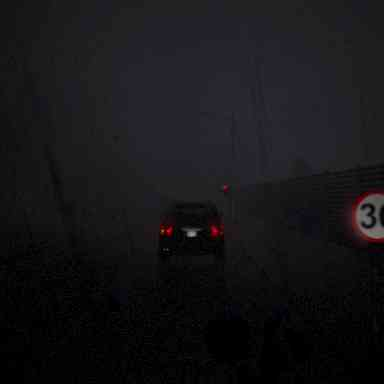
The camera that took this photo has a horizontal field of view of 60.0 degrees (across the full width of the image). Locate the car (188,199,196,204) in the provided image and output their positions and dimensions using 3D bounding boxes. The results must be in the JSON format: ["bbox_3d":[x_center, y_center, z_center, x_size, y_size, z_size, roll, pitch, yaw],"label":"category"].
[{"bbox_3d":[-0.028,2.416,84.991,1.895,1.301,4.718,0,-1,-4],"label":"car"}]

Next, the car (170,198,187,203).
[{"bbox_3d":[-3.803,2.440,94.463,4.674,1.442,1.812,0,-1,40],"label":"car"}]

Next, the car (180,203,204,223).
[{"bbox_3d":[0.019,1.764,29.248,1.882,1.535,5.008,0,0,0],"label":"car"}]

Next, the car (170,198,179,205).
[{"bbox_3d":[-4.012,2.245,76.350,1.837,1.490,4.892,0,-1,0],"label":"car"}]

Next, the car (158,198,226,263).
[{"bbox_3d":[0.010,1.349,12.564,2.150,2.045,5.566,0,0,0],"label":"car"}]
